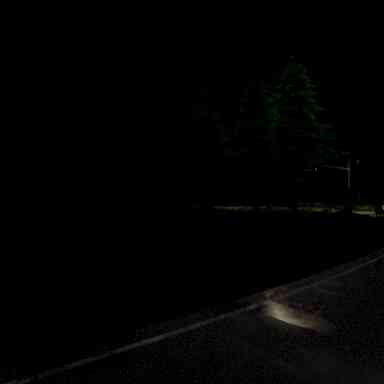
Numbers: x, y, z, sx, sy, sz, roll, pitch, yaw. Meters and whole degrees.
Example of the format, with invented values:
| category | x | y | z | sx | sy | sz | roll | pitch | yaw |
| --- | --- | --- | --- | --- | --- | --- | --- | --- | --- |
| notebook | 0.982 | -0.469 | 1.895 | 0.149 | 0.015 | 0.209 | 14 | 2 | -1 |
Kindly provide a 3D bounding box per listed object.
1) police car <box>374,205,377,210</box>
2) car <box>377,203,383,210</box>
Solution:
| category | x | y | z | sx | sy | sz | roll | pitch | yaw |
| --- | --- | --- | --- | --- | --- | --- | --- | --- | --- |
| police car | 20.151 | 1.529 | 32.970 | 2.038 | 1.542 | 4.974 | 0 | 0 | -5 |
| car | 16.529 | 1.511 | 25.525 | 2.128 | 1.511 | 4.902 | 0 | 0 | 9 |
